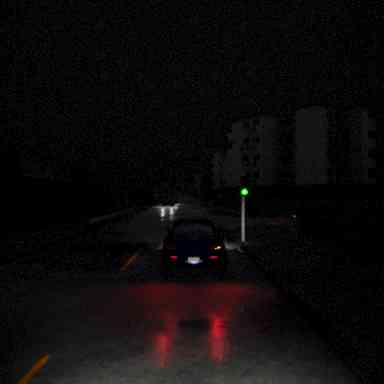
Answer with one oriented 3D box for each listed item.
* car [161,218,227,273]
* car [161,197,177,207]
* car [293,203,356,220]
[{"bbox_3d":[0.060,1.579,10.790,1.812,1.442,4.674,0,0,0],"label":"car"},{"bbox_3d":[-4.152,1.788,57.715,1.837,1.490,4.892,0,0,0],"label":"car"},{"bbox_3d":[10.417,1.632,25.888,4.892,1.490,1.837,0,-1,0],"label":"car"}]
